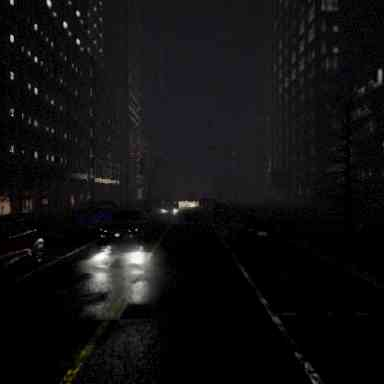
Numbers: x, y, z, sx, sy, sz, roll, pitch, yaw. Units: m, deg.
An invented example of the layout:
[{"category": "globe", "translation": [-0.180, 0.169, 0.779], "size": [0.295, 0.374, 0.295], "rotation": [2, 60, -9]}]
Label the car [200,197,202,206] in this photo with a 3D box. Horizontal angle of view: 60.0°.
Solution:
[{"category": "car", "translation": [2.631, 1.732, 48.501], "size": [1.947, 1.339, 4.313], "rotation": [-1, 0, 0]}]

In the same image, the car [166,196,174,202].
[{"category": "car", "translation": [-5.791, 1.842, 87.981], "size": [2.008, 1.369, 4.403], "rotation": [-1, 0, 0]}]

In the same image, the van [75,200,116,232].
[{"category": "van", "translation": [-5.723, 1.413, 20.286], "size": [1.690, 1.788, 3.998], "rotation": [-1, 0, 0]}]

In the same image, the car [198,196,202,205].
[{"category": "car", "translation": [2.295, 1.685, 61.049], "size": [1.882, 1.535, 5.008], "rotation": [0, 0, 0]}]

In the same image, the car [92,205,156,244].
[{"category": "car", "translation": [-3.082, 1.564, 16.165], "size": [1.837, 1.490, 4.892], "rotation": [0, -1, 0]}]

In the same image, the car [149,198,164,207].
[{"category": "car", "translation": [-5.756, 1.751, 54.133], "size": [1.947, 1.339, 4.313], "rotation": [-1, 0, 0]}]

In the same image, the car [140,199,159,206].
[{"category": "car", "translation": [-5.743, 1.729, 42.851], "size": [1.802, 1.307, 4.206], "rotation": [-1, 0, 0]}]

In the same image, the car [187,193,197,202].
[{"category": "car", "translation": [-0.083, 1.305, 79.326], "size": [2.150, 2.045, 5.566], "rotation": [0, 0, 0]}]

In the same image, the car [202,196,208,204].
[{"category": "car", "translation": [2.636, 1.588, 42.859], "size": [1.967, 1.590, 4.097], "rotation": [-1, 0, 0]}]

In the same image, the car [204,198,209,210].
[{"category": "car", "translation": [2.643, 1.711, 37.216], "size": [1.802, 1.307, 4.206], "rotation": [-1, 0, 0]}]

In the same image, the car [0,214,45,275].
[{"category": "car", "translation": [-5.709, 1.473, 9.003], "size": [1.967, 1.590, 4.097], "rotation": [-1, 0, 0]}]

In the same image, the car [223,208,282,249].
[{"category": "car", "translation": [2.667, 1.618, 14.645], "size": [1.947, 1.339, 4.313], "rotation": [-1, 0, 0]}]

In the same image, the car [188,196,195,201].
[{"category": "car", "translation": [-0.099, 1.784, 94.418], "size": [2.128, 1.511, 4.902], "rotation": [0, 0, 0]}]

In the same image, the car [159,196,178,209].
[{"category": "car", "translation": [-3.133, 1.513, 47.253], "size": [2.097, 1.767, 4.553], "rotation": [0, 0, 0]}]

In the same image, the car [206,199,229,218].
[{"category": "car", "translation": [2.649, 1.676, 31.574], "size": [1.947, 1.339, 4.313], "rotation": [-1, 0, 0]}]

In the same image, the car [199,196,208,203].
[{"category": "car", "translation": [2.601, 1.783, 76.885], "size": [1.752, 1.417, 4.829], "rotation": [-1, 0, 0]}]

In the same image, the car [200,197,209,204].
[{"category": "car", "translation": [2.607, 1.784, 71.072], "size": [1.887, 1.381, 4.507], "rotation": [-1, 0, 0]}]
